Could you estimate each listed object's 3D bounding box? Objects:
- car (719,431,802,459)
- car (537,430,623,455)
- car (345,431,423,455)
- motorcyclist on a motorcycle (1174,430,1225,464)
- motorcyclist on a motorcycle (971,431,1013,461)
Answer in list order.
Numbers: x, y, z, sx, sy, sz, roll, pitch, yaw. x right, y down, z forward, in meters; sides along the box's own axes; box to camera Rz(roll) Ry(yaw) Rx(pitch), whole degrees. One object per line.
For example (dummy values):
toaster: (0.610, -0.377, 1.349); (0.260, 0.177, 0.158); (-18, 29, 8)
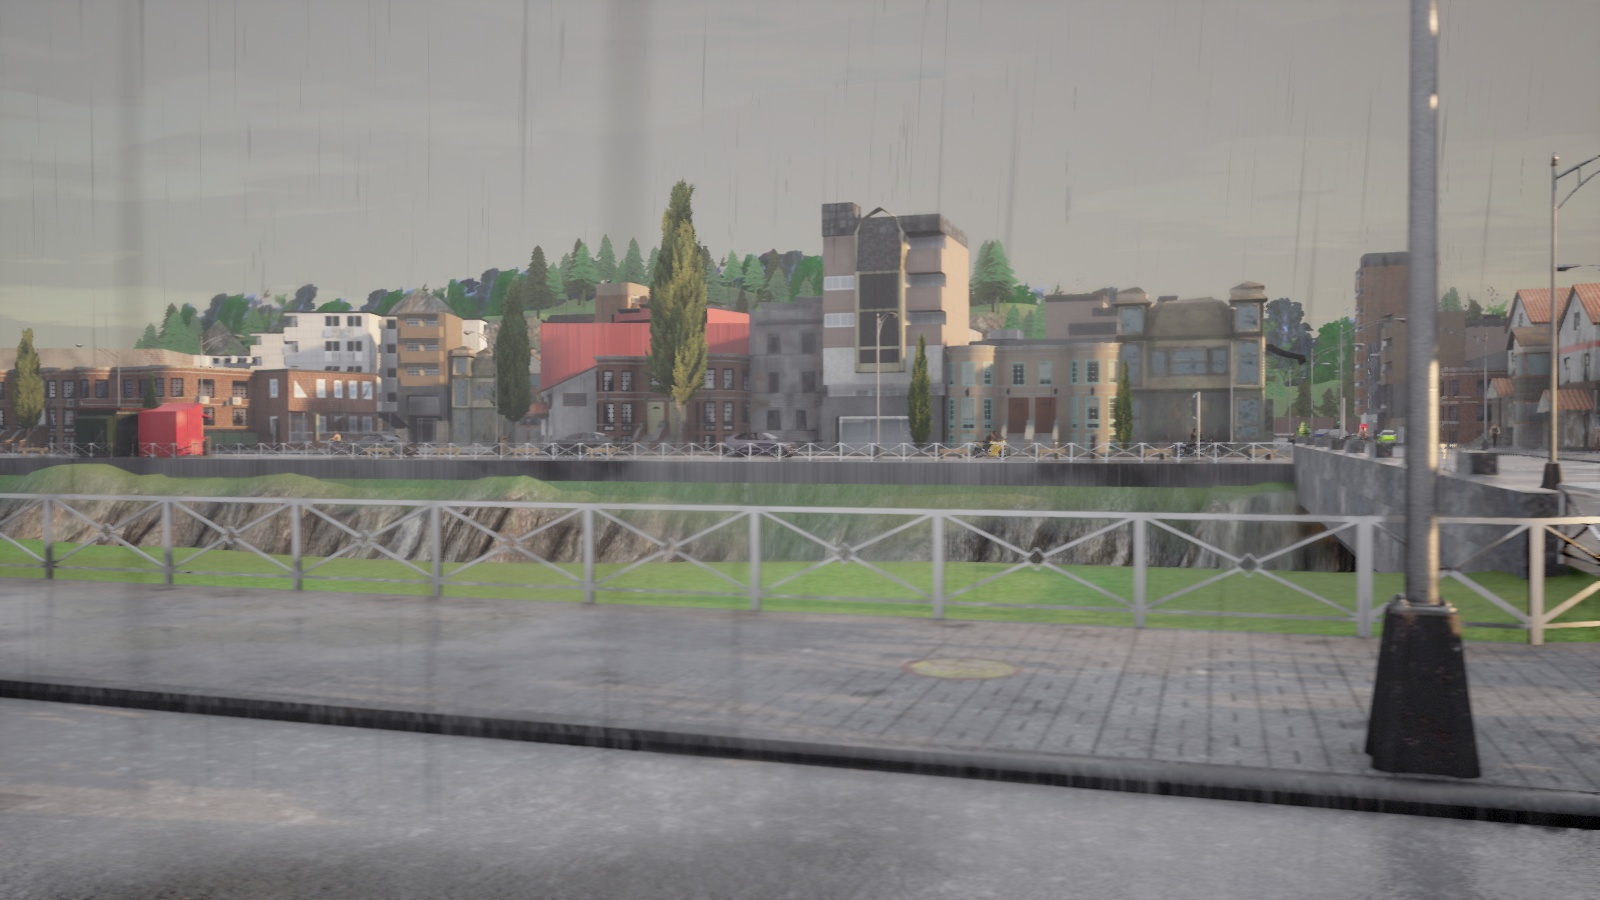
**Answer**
car: (-2.167, -0.290, 69.438); (4.193, 1.474, 1.816); (0, 1, 18)
car: (-13.552, -0.471, 77.407); (4.892, 1.490, 1.837); (1, 1, 18)
car: (-25.565, -0.453, 77.164); (4.181, 1.385, 1.994); (1, 1, 18)
motorcyclist on a motorcycle: (19.774, -0.153, 62.204); (2.350, 1.649, 0.766); (1, 1, 18)
motorcyclist on a motorcycle: (9.993, -0.211, 65.422); (2.044, 1.523, 0.797); (1, 1, 18)
